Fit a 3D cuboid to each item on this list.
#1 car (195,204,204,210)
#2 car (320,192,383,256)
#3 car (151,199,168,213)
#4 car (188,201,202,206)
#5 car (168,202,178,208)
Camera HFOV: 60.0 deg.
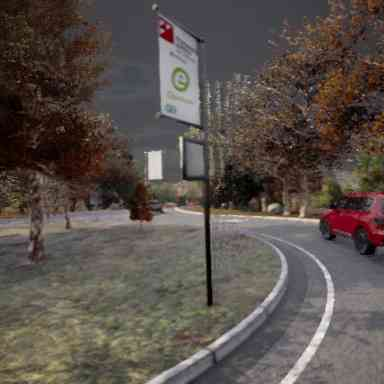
[{"bbox_3d":[2.008,4.238,91.875,1.812,1.442,4.674,-2,-4,9],"label":"car"},{"bbox_3d":[6.652,1.016,12.377,2.150,2.045,5.566,-1,0,2],"label":"car"},{"bbox_3d":[-4.294,1.516,35.968,2.128,1.511,4.902,-2,0,-13],"label":"car"},{"bbox_3d":[0.469,3.331,81.606,2.150,2.045,5.566,-2,-4,8],"label":"car"},{"bbox_3d":[-4.372,3.022,72.649,1.882,1.535,5.008,-2,-4,8],"label":"car"}]
